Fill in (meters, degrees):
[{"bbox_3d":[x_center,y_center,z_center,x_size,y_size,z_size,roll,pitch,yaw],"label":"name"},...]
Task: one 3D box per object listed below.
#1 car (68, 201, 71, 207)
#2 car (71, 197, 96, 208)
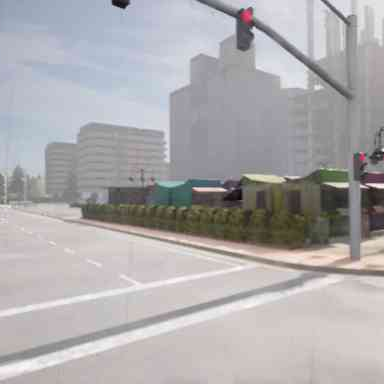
[{"bbox_3d":[-21.886,2.026,65.609,4.605,1.855,1.932,0,-1,-37],"label":"car"},{"bbox_3d":[-20.206,1.988,63.251,3.866,1.878,1.905,0,-1,-37],"label":"car"}]
